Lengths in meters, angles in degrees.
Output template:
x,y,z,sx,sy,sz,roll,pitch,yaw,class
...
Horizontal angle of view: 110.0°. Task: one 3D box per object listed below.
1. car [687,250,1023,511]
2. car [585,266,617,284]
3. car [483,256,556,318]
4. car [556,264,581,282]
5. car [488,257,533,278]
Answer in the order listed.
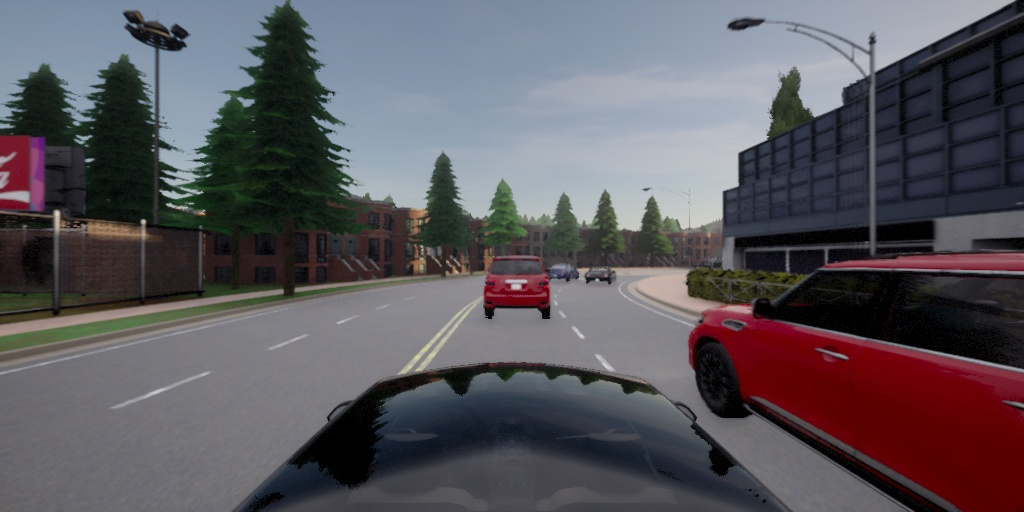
x,y,z,sx,sy,sz,roll,pitch,yaw,class
3.571,0.979,2.744,2.150,2.045,5.566,0,0,0,car
7.043,1.452,28.011,1.895,1.301,4.718,0,0,23,car
0.253,1.016,13.332,2.150,2.045,5.566,0,0,3,car
4.397,1.386,30.459,1.812,1.442,4.674,0,0,24,car
-0.073,1.108,37.404,2.150,2.045,5.566,0,0,31,car
